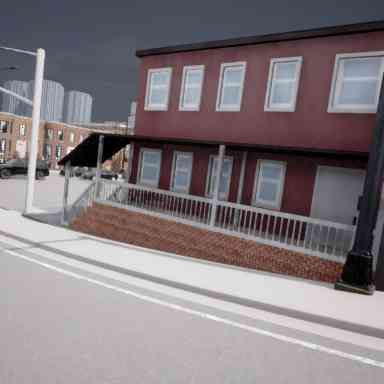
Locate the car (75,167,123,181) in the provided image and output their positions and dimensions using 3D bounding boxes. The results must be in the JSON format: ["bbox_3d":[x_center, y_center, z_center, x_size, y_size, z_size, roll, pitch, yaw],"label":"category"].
[{"bbox_3d":[-11.177,-2.041,40.369,1.837,1.490,4.892,10,6,35],"label":"car"}]

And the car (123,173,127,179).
[{"bbox_3d":[-8.428,-2.530,50.079,1.812,1.442,4.674,10,6,35],"label":"car"}]

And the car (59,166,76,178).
[{"bbox_3d":[-14.417,-2.500,41.804,1.994,1.385,4.181,11,6,36],"label":"car"}]

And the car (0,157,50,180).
[{"bbox_3d":[-16.788,-2.326,32.505,2.150,2.045,5.566,10,6,36],"label":"car"}]
